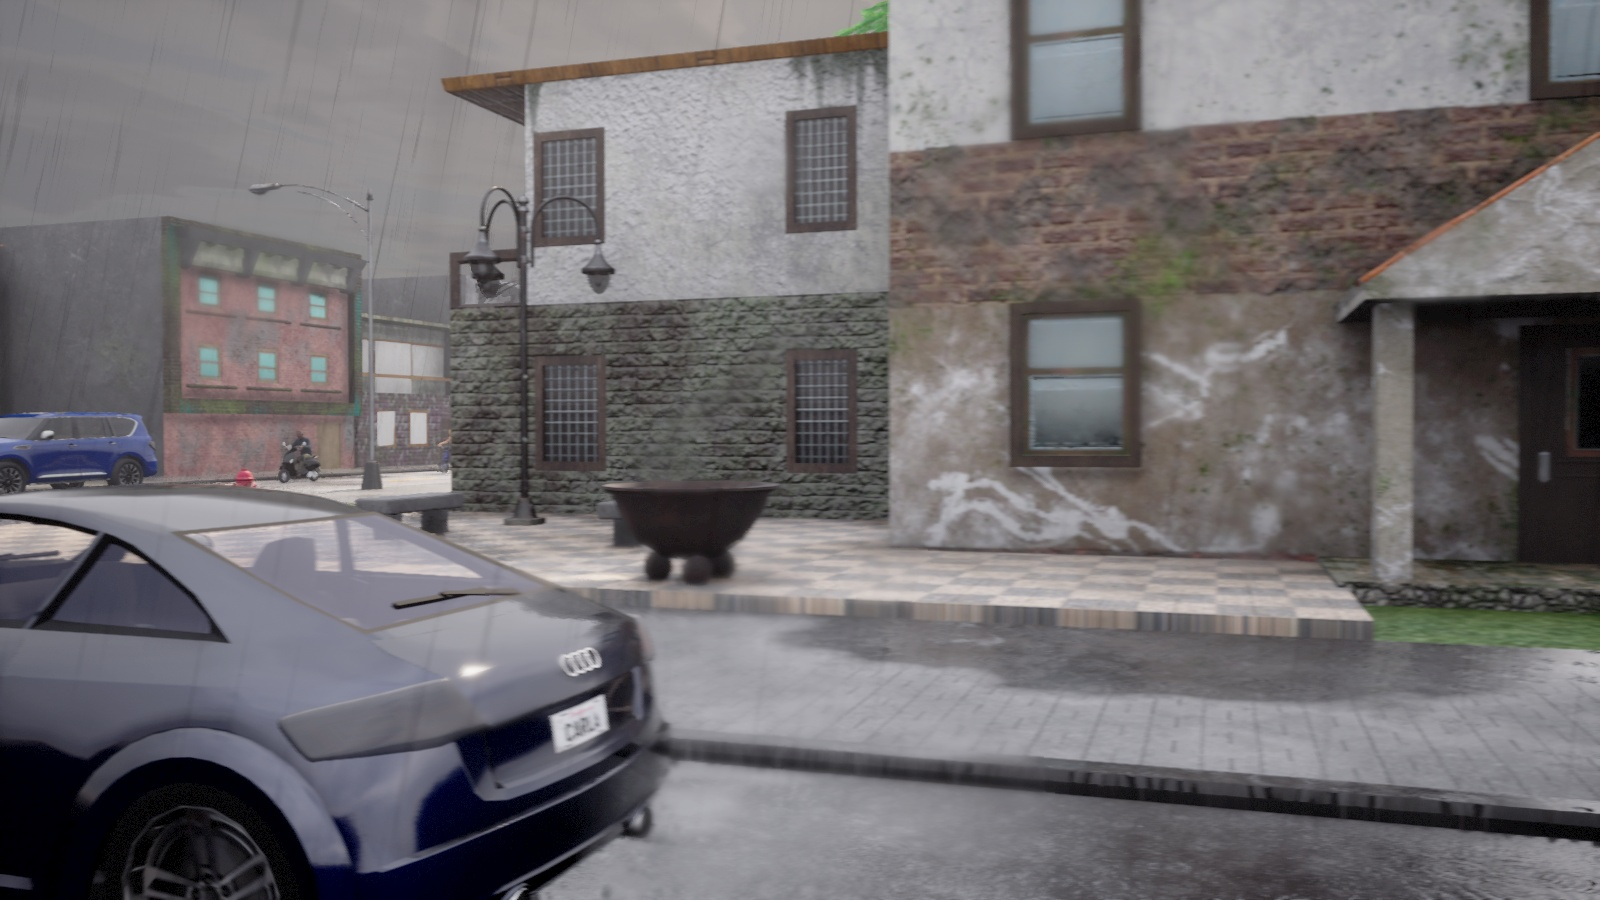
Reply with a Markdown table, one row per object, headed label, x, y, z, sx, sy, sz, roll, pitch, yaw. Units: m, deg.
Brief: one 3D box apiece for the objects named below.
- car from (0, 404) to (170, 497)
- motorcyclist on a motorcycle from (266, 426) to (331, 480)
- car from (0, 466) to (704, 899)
| label | x | y | z | sx | sy | sz | roll | pitch | yaw |
| --- | --- | --- | --- | --- | --- | --- | --- | --- | --- |
| car | -18.024 | -0.035 | 29.850 | 2.150 | 2.045 | 5.566 | 1 | 1 | 18 |
| motorcyclist on a motorcycle | -15.240 | 0.077 | 38.187 | 0.866 | 1.590 | 1.817 | 1 | 1 | 18 |
| car | -2.673 | 0.801 | 4.606 | 4.181 | 1.385 | 1.994 | 1 | 1 | 18 |
